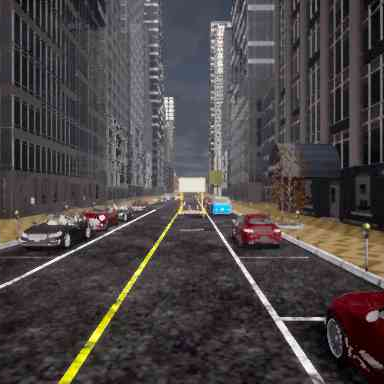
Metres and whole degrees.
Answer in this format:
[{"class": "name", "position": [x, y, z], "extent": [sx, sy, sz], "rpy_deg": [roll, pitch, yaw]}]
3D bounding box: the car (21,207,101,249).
[{"class": "car", "position": [-5.691, 1.542, 14.393], "extent": [2.008, 1.369, 4.403], "rpy_deg": [0, 0, 0]}]

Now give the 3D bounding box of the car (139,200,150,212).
[{"class": "car", "position": [-5.691, 1.539, 37.162], "extent": [1.802, 1.307, 4.206], "rpy_deg": [0, 0, 0]}]

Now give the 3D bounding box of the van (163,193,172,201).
[{"class": "van", "position": [-5.689, 1.224, 77.010], "extent": [1.690, 1.788, 3.998], "rpy_deg": [0, 0, 0]}]

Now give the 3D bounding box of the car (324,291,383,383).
[{"class": "car", "position": [2.689, 1.581, 3.003], "extent": [1.802, 1.307, 4.206], "rpy_deg": [0, 0, 0]}]

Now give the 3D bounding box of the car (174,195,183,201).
[{"class": "car", "position": [-3.000, 1.326, 76.635], "extent": [1.882, 1.535, 5.008], "rpy_deg": [0, 0, 0]}]

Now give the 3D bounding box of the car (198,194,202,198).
[{"class": "car", "position": [2.691, 1.449, 71.314], "extent": [2.008, 1.369, 4.403], "rpy_deg": [0, 0, 0]}]

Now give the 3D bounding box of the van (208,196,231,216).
[{"class": "van", "position": [2.690, 1.307, 31.467], "extent": [1.690, 1.788, 3.998], "rpy_deg": [0, 0, 0]}]

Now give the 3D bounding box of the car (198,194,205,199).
[{"class": "car", "position": [2.691, 1.271, 94.083], "extent": [1.967, 1.590, 4.097], "rpy_deg": [0, 0, 0]}]

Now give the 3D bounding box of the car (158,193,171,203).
[{"class": "car", "position": [-5.690, 1.461, 65.625], "extent": [2.008, 1.369, 4.403], "rpy_deg": [0, 0, 0]}]

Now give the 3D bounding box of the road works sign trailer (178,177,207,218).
[{"class": "road works sign trailer", "position": [0.000, 0.433, 29.485], "extent": [2.380, 3.560, 2.880], "rpy_deg": [0, 0, 0]}]

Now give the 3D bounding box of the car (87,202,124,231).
[{"class": "car", "position": [-5.691, 1.424, 20.086], "extent": [1.967, 1.590, 4.097], "rpy_deg": [0, 0, 0]}]

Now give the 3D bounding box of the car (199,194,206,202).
[{"class": "car", "position": [2.691, 1.503, 59.929], "extent": [1.802, 1.307, 4.206], "rpy_deg": [0, 0, 0]}]

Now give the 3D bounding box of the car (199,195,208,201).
[{"class": "car", "position": [2.691, 1.434, 77.007], "extent": [2.008, 1.369, 4.403], "rpy_deg": [0, 0, 0]}]

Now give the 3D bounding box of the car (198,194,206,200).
[{"class": "car", "position": [2.692, 1.289, 88.391], "extent": [1.967, 1.590, 4.097], "rpy_deg": [0, 0, 0]}]

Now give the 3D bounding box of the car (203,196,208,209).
[{"class": "car", "position": [2.690, 1.530, 42.852], "extent": [1.802, 1.307, 4.206], "rpy_deg": [0, 0, 0]}]

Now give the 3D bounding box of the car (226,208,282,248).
[{"class": "car", "position": [2.690, 1.573, 14.391], "extent": [1.802, 1.307, 4.206], "rpy_deg": [0, 0, 0]}]

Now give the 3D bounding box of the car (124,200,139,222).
[{"class": "car", "position": [-5.691, 1.525, 25.778], "extent": [2.008, 1.369, 4.403], "rpy_deg": [0, 0, 0]}]
